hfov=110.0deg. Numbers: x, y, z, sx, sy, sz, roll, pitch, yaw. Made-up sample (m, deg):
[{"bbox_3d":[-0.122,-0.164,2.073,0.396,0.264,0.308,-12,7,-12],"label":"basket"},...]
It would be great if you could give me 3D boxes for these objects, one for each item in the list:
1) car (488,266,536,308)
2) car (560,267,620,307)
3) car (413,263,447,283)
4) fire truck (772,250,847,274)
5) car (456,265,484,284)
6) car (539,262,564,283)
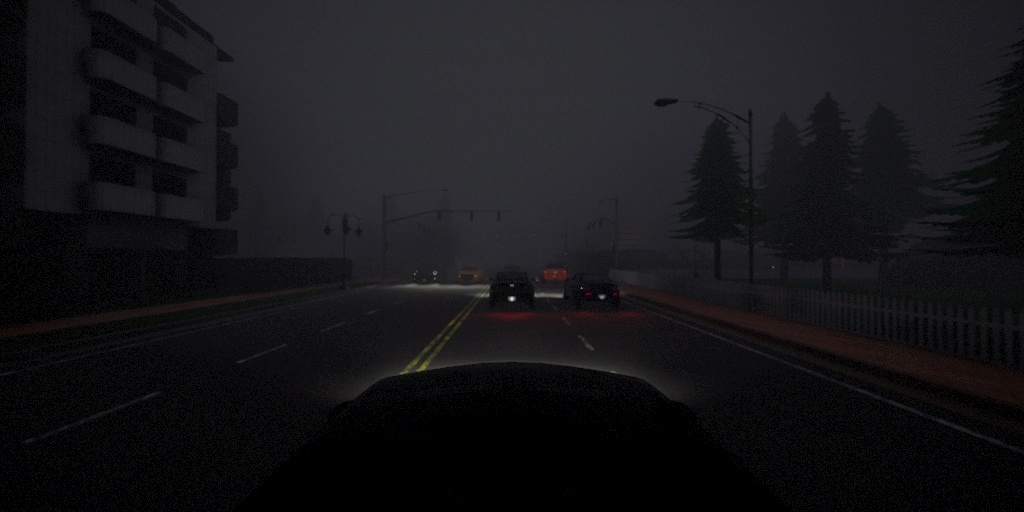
[{"bbox_3d":[0.004,1.390,16.149,1.837,1.490,4.892,0,0,0],"label":"car"},{"bbox_3d":[3.505,1.409,16.227,1.812,1.442,4.674,0,0,0],"label":"car"},{"bbox_3d":[-7.003,1.367,30.880,2.097,1.767,4.553,0,0,0],"label":"car"},{"bbox_3d":[41.372,0.445,50.064,8.468,3.827,2.891,0,-1,-1],"label":"fire truck"},{"bbox_3d":[-3.507,1.492,30.478,1.882,1.535,5.008,0,-1,0],"label":"car"},{"bbox_3d":[3.531,1.367,30.916,2.097,1.767,4.553,0,-1,1],"label":"car"}]
